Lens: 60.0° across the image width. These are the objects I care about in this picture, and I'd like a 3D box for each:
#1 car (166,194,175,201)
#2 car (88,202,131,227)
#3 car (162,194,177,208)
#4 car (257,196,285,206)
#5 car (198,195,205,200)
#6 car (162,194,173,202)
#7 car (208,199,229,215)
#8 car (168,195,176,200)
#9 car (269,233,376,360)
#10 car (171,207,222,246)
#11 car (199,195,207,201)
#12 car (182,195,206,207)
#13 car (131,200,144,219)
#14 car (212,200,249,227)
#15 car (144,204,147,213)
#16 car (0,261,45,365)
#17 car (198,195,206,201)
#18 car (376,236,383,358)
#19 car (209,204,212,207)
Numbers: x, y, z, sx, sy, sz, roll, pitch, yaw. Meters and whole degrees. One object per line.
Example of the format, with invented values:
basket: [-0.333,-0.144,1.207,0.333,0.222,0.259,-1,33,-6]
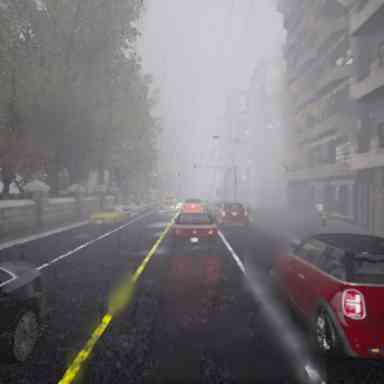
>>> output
car: [-5.680,1.446,88.752,1.967,1.590,4.097,0,0,0]
car: [-5.688,1.512,22.685,1.752,1.417,4.829,0,0,0]
car: [-2.993,1.270,44.799,1.882,1.535,5.008,0,0,0]
car: [14.624,1.576,61.106,5.009,1.841,2.192,1,-1,0]
car: [2.701,1.561,94.287,2.008,1.369,4.403,0,0,0]
car: [-5.682,1.313,77.682,2.192,1.841,5.009,0,0,0]
car: [2.694,1.510,34.286,1.752,1.417,4.829,0,0,0]
car: [-5.679,1.556,94.288,1.887,1.381,4.507,0,0,0]
car: [2.690,1.435,5.964,1.967,1.590,4.097,0,0,0]
car: [0.103,1.590,15.271,1.895,1.301,4.718,0,0,0]
car: [2.700,1.526,83.387,1.752,1.417,4.829,0,0,0]
car: [0.103,1.337,32.317,2.097,1.767,4.553,0,0,0]
car: [-5.687,1.536,28.485,2.008,1.369,4.403,0,0,0]
car: [2.692,1.426,22.854,1.967,1.590,4.097,0,0,0]
car: [-5.687,1.511,33.946,1.752,1.417,4.829,0,0,0]
car: [-3.098,1.489,3.008,2.128,1.511,4.902,0,0,0]
car: [2.701,1.550,88.751,1.887,1.381,4.507,0,0,0]
car: [2.688,1.314,0.332,2.192,1.841,5.009,0,0,0]
car: [2.694,1.550,28.485,1.947,1.339,4.313,0,0,0]
